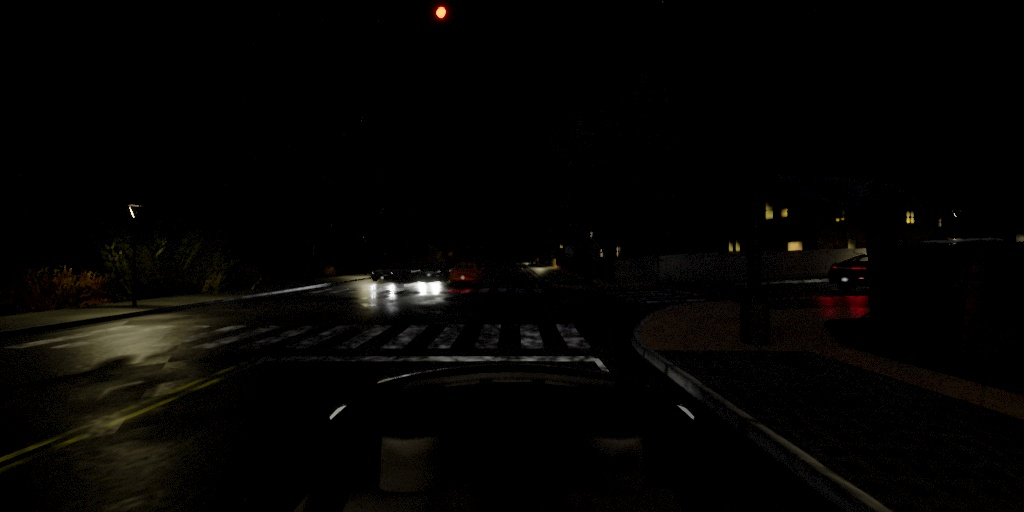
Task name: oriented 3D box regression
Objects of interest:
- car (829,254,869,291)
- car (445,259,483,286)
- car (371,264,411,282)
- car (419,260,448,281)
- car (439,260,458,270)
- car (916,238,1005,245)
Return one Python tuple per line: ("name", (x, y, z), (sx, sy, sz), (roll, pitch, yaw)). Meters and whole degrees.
("car", (15.183, 0.616, 14.071), (4.902, 1.511, 2.128), (-2, -1, -7))
("car", (-3.156, 1.235, 25.479), (1.882, 1.535, 5.008), (0, 0, 0))
("car", (-9.847, 1.360, 29.393), (1.895, 1.301, 4.718), (0, 0, 0))
("car", (-6.597, 1.251, 30.849), (2.128, 1.511, 4.902), (0, 0, 0))
("car", (-9.807, 1.332, 55.747), (2.033, 1.411, 5.357), (0, 0, 0))
("car", (21.737, 0.175, 17.919), (5.566, 2.045, 2.150), (-2, 0, -8))
